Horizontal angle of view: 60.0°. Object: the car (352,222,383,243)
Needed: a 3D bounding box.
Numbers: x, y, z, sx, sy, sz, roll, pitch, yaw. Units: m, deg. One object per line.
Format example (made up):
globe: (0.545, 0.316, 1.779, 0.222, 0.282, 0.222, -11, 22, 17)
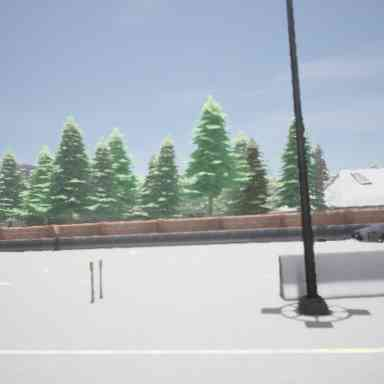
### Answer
car: (13.945, 2.882, 24.146, 4.181, 1.385, 1.994, -3, -5, 2)
